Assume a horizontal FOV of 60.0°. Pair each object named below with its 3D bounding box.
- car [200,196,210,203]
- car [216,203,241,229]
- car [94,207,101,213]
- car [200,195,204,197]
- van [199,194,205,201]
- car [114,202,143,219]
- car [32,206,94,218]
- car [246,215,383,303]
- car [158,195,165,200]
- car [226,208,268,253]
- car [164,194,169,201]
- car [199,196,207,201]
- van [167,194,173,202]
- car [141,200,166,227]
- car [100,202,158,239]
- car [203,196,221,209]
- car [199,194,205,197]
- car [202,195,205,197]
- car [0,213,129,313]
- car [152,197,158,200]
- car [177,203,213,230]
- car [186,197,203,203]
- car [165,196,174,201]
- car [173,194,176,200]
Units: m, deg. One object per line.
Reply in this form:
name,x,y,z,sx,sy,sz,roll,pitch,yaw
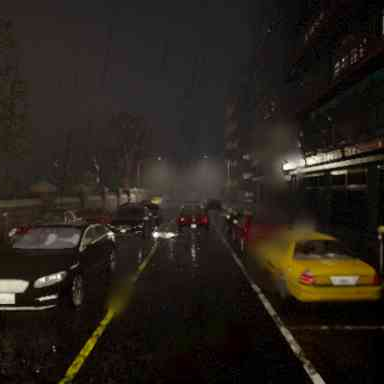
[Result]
car,2.700,1.614,68.899,1.947,1.339,4.313,0,0,0
car,2.690,1.559,19.082,2.008,1.369,4.403,0,0,0
car,-5.691,1.553,19.083,1.887,1.381,4.507,0,0,0
car,2.698,1.603,57.829,1.947,1.339,4.313,0,0,0
van,2.703,1.415,91.040,1.690,1.788,3.998,0,0,0
car,-5.688,1.597,30.153,1.802,1.307,4.206,0,0,0
car,-5.692,1.446,13.548,1.967,1.590,4.097,0,0,0
car,2.688,1.528,8.181,1.752,1.417,4.829,0,0,0
car,-5.684,1.557,52.124,1.752,1.417,4.829,0,0,0
car,2.689,1.550,13.546,1.887,1.381,4.507,0,0,0
car,-5.683,1.588,57.830,2.008,1.369,4.403,0,0,0
car,2.703,1.633,85.504,1.947,1.339,4.313,0,0,0
van,-5.681,1.396,74.434,1.690,1.788,3.998,0,0,0
car,-2.997,1.537,23.186,1.812,1.442,4.674,0,0,0
car,-3.082,1.513,17.386,1.837,1.490,4.892,0,0,0
car,2.694,1.567,41.223,1.887,1.381,4.507,0,0,0
car,2.698,1.483,63.363,1.967,1.590,4.097,0,0,0
car,2.695,1.571,46.758,1.887,1.381,4.507,0,0,0
car,-3.090,1.495,7.916,2.128,1.511,4.902,0,0,0
car,-5.686,1.604,41.224,1.802,1.307,4.206,0,0,0
car,0.103,1.610,20.920,1.895,1.301,4.718,0,0,0
car,0.097,1.624,41.837,1.895,1.301,4.718,0,0,0
car,-5.677,1.618,85.505,2.008,1.369,4.403,0,0,0
car,-5.680,1.376,79.970,2.192,1.841,5.009,0,0,0
